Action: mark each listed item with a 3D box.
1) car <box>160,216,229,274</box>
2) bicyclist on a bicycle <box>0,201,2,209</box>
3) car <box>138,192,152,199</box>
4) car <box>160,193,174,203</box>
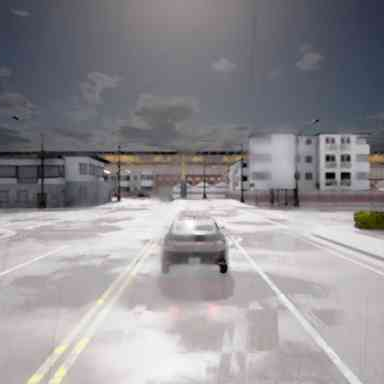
[{"bbox_3d":[0.076,1.504,10.665,2.128,1.511,4.902,0,0,0],"label":"car"},{"bbox_3d":[-26.402,1.575,45.339,0.582,1.620,1.656,-1,0,-1],"label":"bicyclist on a bicycle"},{"bbox_3d":[-10.847,0.808,76.442,1.837,1.490,4.892,0,1,-33],"label":"car"},{"bbox_3d":[-4.595,1.014,61.165,2.097,1.767,4.553,0,1,-11],"label":"car"}]
